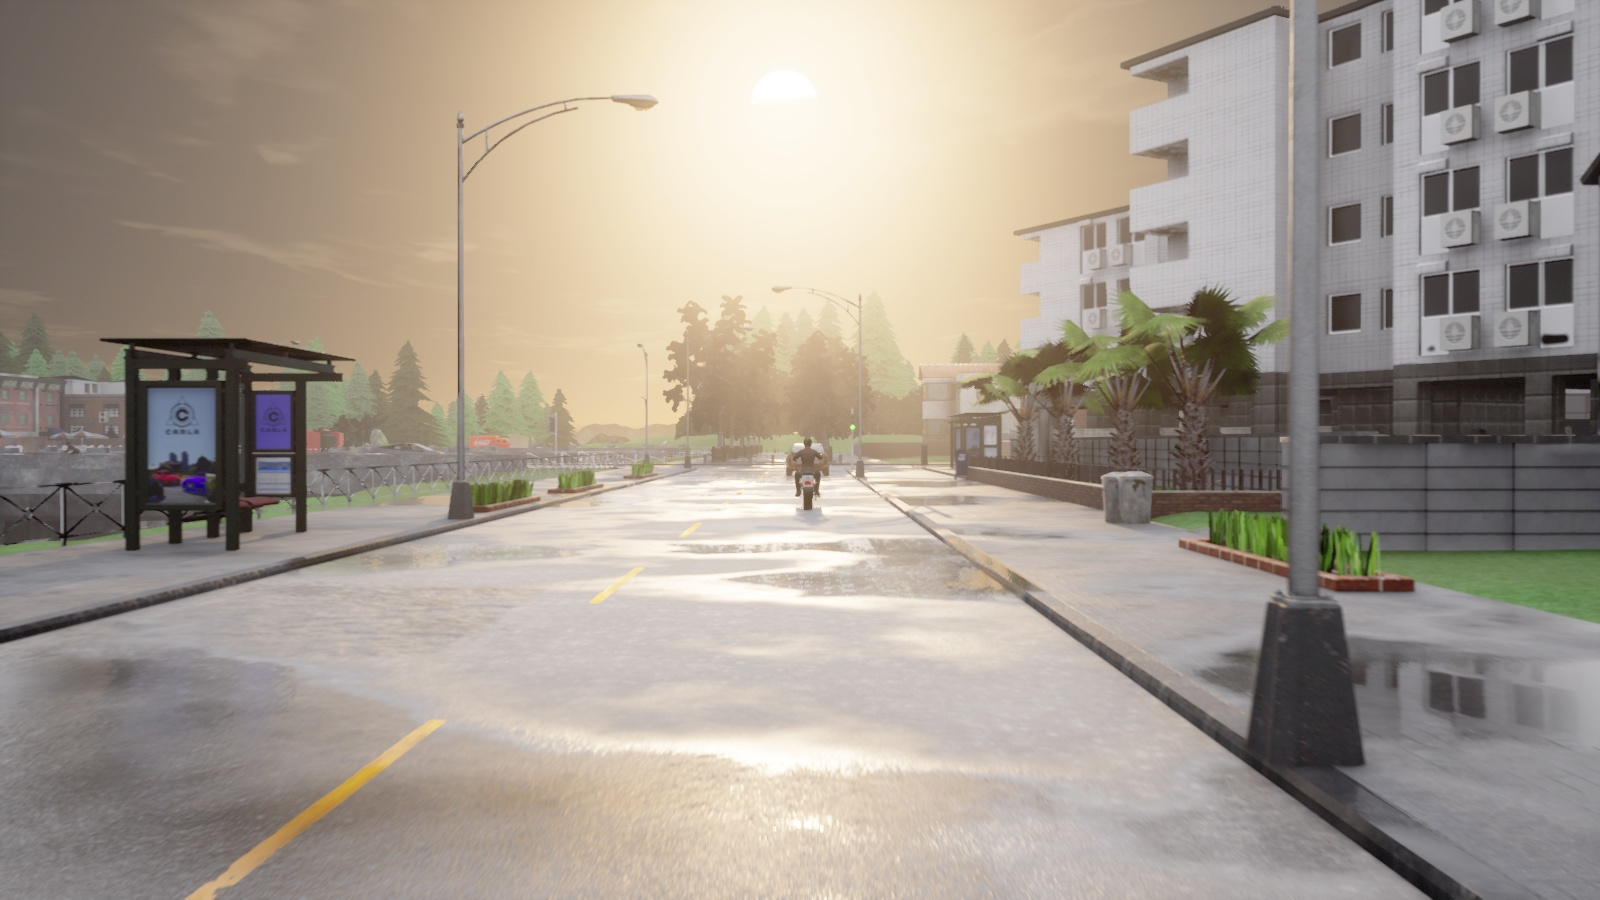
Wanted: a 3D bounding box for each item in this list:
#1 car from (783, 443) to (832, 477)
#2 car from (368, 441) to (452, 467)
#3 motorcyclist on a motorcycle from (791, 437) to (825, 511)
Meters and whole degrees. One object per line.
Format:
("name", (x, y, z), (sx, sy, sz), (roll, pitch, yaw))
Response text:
("car", (0.346, 0.420, 58.010), (2.163, 1.488, 4.792), (0, 0, 0))
("car", (-23.947, 0.239, 77.170), (4.514, 1.525, 2.007), (0, 0, 2))
("motorcyclist on a motorcycle", (0.180, 0.534, 28.981), (0.766, 1.649, 2.350), (0, 0, 0))
